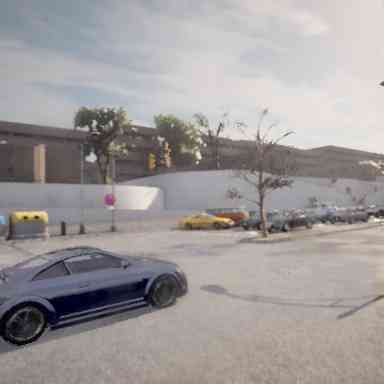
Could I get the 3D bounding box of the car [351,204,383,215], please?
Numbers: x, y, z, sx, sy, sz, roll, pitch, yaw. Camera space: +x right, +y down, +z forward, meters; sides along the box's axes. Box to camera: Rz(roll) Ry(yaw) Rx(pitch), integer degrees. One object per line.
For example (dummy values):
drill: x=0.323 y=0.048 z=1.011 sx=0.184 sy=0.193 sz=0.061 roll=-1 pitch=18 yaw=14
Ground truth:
car: x=27.313 y=2.675 z=50.543 sx=5.366 sy=1.575 sz=1.946 roll=-5 pitch=-4 yaw=33

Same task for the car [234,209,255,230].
car: x=6.222 y=2.379 z=28.413 sx=4.892 sy=1.490 sz=1.837 roll=0 pitch=-3 yaw=-37

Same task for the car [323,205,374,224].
car: x=14.623 y=2.252 z=31.034 sx=4.181 sy=1.385 sz=1.994 roll=0 pitch=-3 yaw=-36

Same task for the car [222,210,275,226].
car: x=5.793 y=2.684 z=34.371 sx=4.792 sy=1.488 sz=2.163 roll=-5 pitch=-4 yaw=33

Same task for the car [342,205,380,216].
car: x=24.788 y=2.717 z=48.826 sx=4.674 sy=1.452 sz=2.002 roll=-5 pitch=-4 yaw=33

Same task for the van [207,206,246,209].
van: x=3.537 y=2.423 z=32.503 sx=4.442 sy=1.987 sz=1.878 roll=-5 pitch=-4 yaw=33

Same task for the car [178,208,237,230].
car: x=1.234 y=2.645 z=30.645 sx=5.366 sy=1.575 sz=1.946 roll=-5 pitch=-4 yaw=33

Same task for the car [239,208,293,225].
car: x=8.032 y=2.658 z=36.267 sx=5.366 sy=1.575 sz=1.946 roll=-5 pitch=-4 yaw=33

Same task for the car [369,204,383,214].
car: x=32.057 y=2.709 z=54.160 sx=5.366 sy=1.575 sz=1.946 roll=-5 pitch=-4 yaw=33

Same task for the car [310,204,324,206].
car: x=12.929 y=2.646 z=39.794 sx=5.008 sy=1.535 sz=2.097 roll=-5 pitch=-4 yaw=33

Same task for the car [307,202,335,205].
car: x=15.263 y=2.398 z=41.623 sx=5.566 sy=2.045 sz=2.435 roll=-5 pitch=-4 yaw=33

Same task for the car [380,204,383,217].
car: x=24.060 y=2.172 z=38.204 sx=5.008 sy=1.535 sz=1.882 roll=0 pitch=-4 yaw=-37

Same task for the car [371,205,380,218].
car: x=22.995 y=2.418 z=41.137 sx=5.357 sy=1.411 sz=2.033 roll=0 pitch=-3 yaw=-37

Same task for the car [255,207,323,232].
car: x=7.516 y=2.191 z=25.640 sx=4.902 sy=1.511 sz=2.128 roll=0 pitch=-3 yaw=-37

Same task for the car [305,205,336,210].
car: x=13.580 y=2.389 z=34.000 sx=4.674 sy=1.442 sz=1.812 roll=0 pitch=-3 yaw=-37

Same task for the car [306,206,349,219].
car: x=17.670 y=2.654 z=43.416 sx=4.892 sy=1.521 sz=2.231 roll=-5 pitch=-4 yaw=32

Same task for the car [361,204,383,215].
car: x=29.502 y=2.739 z=52.460 sx=4.792 sy=1.488 sz=2.163 roll=-5 pitch=-4 yaw=33

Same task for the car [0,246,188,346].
car: x=-2.164 y=1.851 z=7.000 sx=4.181 sy=1.385 sz=1.994 roll=-1 pitch=-2 yaw=-37
